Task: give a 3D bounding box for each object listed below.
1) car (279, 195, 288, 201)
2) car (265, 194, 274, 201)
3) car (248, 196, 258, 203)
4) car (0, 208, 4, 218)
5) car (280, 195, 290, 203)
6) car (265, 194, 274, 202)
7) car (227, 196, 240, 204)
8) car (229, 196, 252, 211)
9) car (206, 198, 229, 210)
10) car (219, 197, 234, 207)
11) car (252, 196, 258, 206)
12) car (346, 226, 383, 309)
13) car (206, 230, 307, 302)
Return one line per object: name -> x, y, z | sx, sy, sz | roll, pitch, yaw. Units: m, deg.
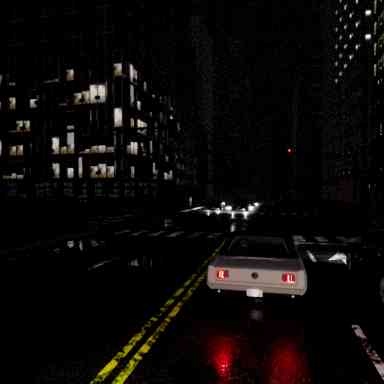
car -> 22.001, 1.354, 79.802 | 1.895, 1.301, 4.718 | 0, 0, 13
car -> 18.832, 1.284, 80.523 | 2.128, 1.511, 4.902 | 0, 0, 13
car -> 12.597, 1.547, 68.319 | 1.895, 1.301, 4.718 | 0, 0, 13
car -> -17.281, 1.434, 26.725 | 4.313, 1.339, 1.947 | 1, 1, 14
car -> 19.591, 1.473, 69.636 | 2.033, 1.411, 5.357 | 0, 0, 13
car -> 16.532, 1.529, 70.822 | 1.895, 1.301, 4.718 | 0, 0, 13
car -> 7.987, 1.458, 63.182 | 1.837, 1.490, 4.892 | 0, 0, 14
car -> 5.960, 1.502, 40.749 | 1.812, 1.442, 4.674 | 0, 0, 13
car -> 3.195, 1.523, 43.195 | 2.033, 1.411, 5.357 | 0, 0, 13
car -> 5.540, 1.566, 53.058 | 1.895, 1.301, 4.718 | 0, 0, 13
car -> 9.055, 1.455, 53.776 | 2.128, 1.511, 4.902 | 0, 0, 13
car -> 4.847, 1.501, 7.460 | 1.837, 1.490, 4.892 | 0, 0, 13
car -> 1.719, 1.597, 8.367 | 1.895, 1.301, 4.718 | 0, 0, 14
